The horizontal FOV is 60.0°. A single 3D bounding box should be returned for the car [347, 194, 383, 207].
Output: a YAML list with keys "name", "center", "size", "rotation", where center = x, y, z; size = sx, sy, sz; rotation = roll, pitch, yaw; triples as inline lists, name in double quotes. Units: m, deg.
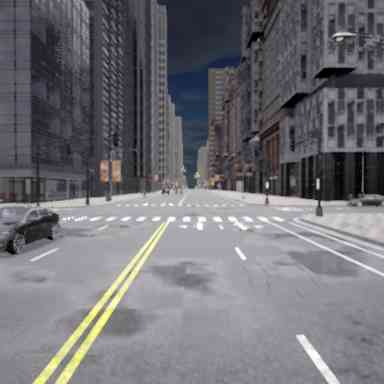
- name: "car"
  center: [19.136, 0.942, 36.065]
  size: [4.403, 1.369, 2.008]
  rotation: [0, 1, 0]

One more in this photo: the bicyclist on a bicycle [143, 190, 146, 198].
- name: "bicyclist on a bicycle"
  center: [-8.726, 0.418, 61.215]
  size: [0.659, 1.776, 1.843]
  rotation: [0, 1, 0]

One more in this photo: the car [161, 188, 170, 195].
- name: "car"
  center: [-6.479, -0.176, 82.531]
  size: [1.882, 1.535, 5.008]
  rotation: [0, 1, 0]

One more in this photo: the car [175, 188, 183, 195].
- name: "car"
  center: [-3.229, -0.128, 82.531]
  size: [2.128, 1.511, 4.902]
  rotation: [0, 1, 0]

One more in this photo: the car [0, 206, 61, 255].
- name: "car"
  center: [-6.561, 1.293, 12.422]
  size: [2.128, 1.511, 4.902]
  rotation: [0, 1, 0]
